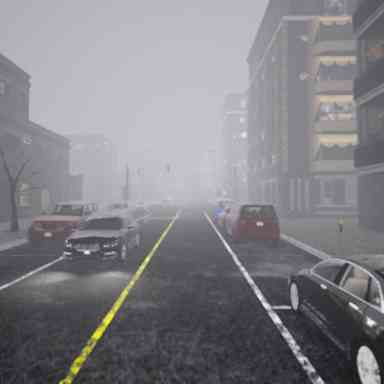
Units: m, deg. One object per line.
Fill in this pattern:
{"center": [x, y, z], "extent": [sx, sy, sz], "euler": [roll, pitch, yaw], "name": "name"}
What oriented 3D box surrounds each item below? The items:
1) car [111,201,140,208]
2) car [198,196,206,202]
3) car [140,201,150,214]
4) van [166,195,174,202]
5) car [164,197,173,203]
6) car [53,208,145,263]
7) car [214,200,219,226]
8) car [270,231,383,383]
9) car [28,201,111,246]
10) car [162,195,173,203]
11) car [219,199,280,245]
{"center": [-5.691, 1.540, 26.452], "extent": [1.967, 1.590, 4.097], "euler": [1, 0, 0], "name": "car"}
{"center": [2.648, 1.762, 86.657], "extent": [1.967, 1.590, 4.097], "euler": [1, 0, 0], "name": "car"}
{"center": [-5.701, 1.691, 37.266], "extent": [2.008, 1.369, 4.403], "euler": [1, 0, 0], "name": "car"}
{"center": [-5.730, 1.663, 86.591], "extent": [1.690, 1.788, 3.998], "euler": [1, 0, 0], "name": "van"}
{"center": [-5.731, 1.846, 80.903], "extent": [1.887, 1.381, 4.507], "euler": [1, 0, 0], "name": "car"}
{"center": [-3.107, 1.552, 12.277], "extent": [1.837, 1.490, 4.892], "euler": [0, 0, 0], "name": "car"}
{"center": [2.692, 1.520, 21.043], "extent": [1.967, 1.590, 4.097], "euler": [1, 0, 0], "name": "car"}
{"center": [2.702, 1.570, 4.821], "extent": [2.008, 1.369, 4.403], "euler": [1, 0, 0], "name": "car"}
{"center": [-5.681, 1.375, 15.638], "extent": [2.192, 1.841, 5.009], "euler": [1, 0, 0], "name": "car"}
{"center": [-5.803, 1.825, 75.221], "extent": [1.887, 1.381, 4.507], "euler": [1, 0, 0], "name": "car"}
{"center": [2.698, 1.375, 15.636], "extent": [2.192, 1.841, 5.009], "euler": [1, 0, 0], "name": "car"}
